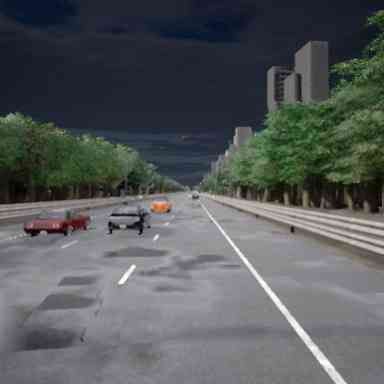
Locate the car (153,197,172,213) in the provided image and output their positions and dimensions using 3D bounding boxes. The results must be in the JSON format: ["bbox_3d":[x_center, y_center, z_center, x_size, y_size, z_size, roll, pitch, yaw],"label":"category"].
[{"bbox_3d":[-3.419,1.358,37.434,2.097,1.767,4.553,0,0,0],"label":"car"}]

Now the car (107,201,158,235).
[{"bbox_3d":[-3.409,1.489,18.832,2.128,1.511,4.902,0,0,0],"label":"car"}]

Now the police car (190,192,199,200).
[{"bbox_3d":[1.003,1.424,93.310,1.930,1.638,5.238,0,0,0],"label":"police car"}]

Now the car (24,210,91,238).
[{"bbox_3d":[-6.910,1.598,17.704,1.895,1.301,4.718,0,0,0],"label":"car"}]
